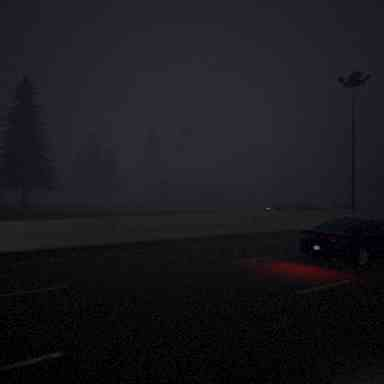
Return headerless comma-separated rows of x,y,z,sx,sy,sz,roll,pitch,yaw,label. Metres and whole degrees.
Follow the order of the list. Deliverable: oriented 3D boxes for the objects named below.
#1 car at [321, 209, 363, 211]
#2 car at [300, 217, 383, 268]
14.900,1.994,33.439,5.357,1.411,2.033,1,-1,-27,car
6.055,1.643,11.970,5.008,1.535,1.882,1,-1,-33,car
